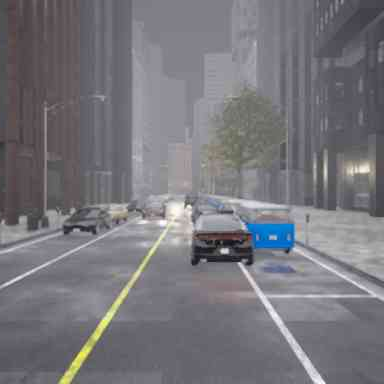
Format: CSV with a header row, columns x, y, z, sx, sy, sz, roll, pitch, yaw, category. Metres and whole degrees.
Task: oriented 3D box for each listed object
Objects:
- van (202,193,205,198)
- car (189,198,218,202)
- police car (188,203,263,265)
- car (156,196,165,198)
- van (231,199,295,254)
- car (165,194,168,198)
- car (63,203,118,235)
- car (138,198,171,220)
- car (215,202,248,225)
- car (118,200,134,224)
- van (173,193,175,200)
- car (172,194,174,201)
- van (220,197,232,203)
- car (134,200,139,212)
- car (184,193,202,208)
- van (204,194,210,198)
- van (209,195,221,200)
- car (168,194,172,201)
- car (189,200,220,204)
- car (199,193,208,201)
x,y,z,sx,sy,sz,roll,pitch,yaw,category
2.757,1.307,46.894,1.690,1.788,3.998,0,0,0,van
0.898,1.503,27.619,1.812,1.442,4.674,0,0,0,car
0.899,1.414,11.730,1.930,1.638,5.238,0,0,0,police car
-5.768,1.489,52.336,1.752,1.417,4.829,0,0,0,car
2.761,1.329,13.183,1.690,1.788,3.998,0,0,0,van
-5.769,1.402,58.124,1.967,1.590,4.097,0,0,0,car
-5.765,1.549,18.793,1.947,1.339,4.313,0,0,0,car
-3.100,1.502,28.414,1.812,1.442,4.674,0,0,0,car
2.760,1.524,24.421,1.887,1.381,4.507,0,0,0,car
-5.765,1.504,24.242,1.752,1.417,4.829,0,0,0,car
-5.771,1.299,80.600,1.690,1.788,3.998,0,0,0,van
-5.770,1.509,74.981,2.008,1.369,4.403,0,0,0,car
2.760,1.324,18.803,1.690,1.788,3.998,0,0,0,van
-5.766,1.537,35.650,1.947,1.339,4.313,0,0,0,car
0.003,1.189,47.483,2.150,2.045,5.566,0,0,0,car
2.758,1.310,41.275,1.690,1.788,3.998,0,0,0,van
2.759,1.316,30.039,1.690,1.788,3.998,0,0,0,van
-5.770,1.510,69.362,2.008,1.369,4.403,0,0,0,car
0.898,1.486,21.620,1.837,1.490,4.892,0,0,0,car
2.754,1.273,80.604,2.192,1.841,5.009,0,0,0,car
